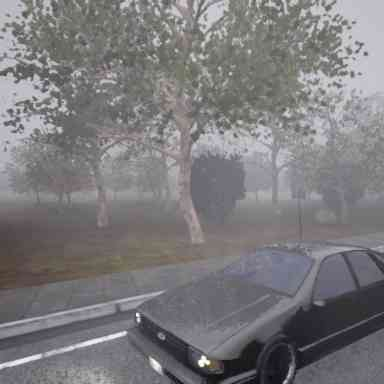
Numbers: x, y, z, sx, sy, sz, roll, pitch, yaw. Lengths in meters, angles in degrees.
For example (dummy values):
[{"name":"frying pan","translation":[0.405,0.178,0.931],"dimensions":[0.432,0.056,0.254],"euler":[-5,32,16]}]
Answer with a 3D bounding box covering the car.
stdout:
[{"name":"car","translation":[1.763,1.527,5.246],"dimensions":[5.357,1.411,2.033],"euler":[0,0,-35]}]
